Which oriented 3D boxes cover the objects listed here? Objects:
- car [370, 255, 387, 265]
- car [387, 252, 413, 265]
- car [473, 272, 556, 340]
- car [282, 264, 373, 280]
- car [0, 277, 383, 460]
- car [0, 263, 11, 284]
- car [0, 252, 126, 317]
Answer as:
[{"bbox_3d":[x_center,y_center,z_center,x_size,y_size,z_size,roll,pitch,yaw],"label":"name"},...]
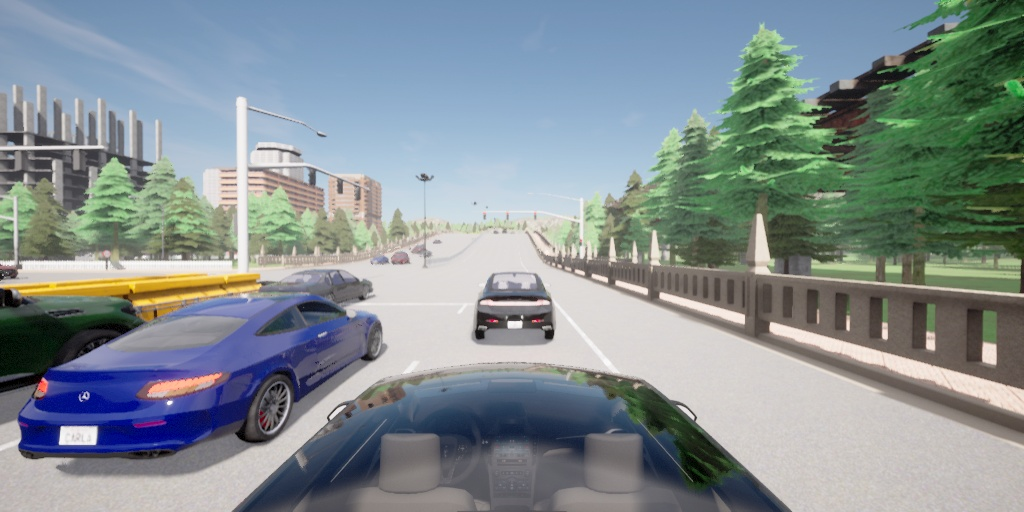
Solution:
[{"bbox_3d":[-21.156,0.639,57.618,1.812,1.442,4.674,0,2,0],"label":"car"},{"bbox_3d":[-17.662,0.614,56.985,1.882,1.535,5.008,0,2,0],"label":"car"},{"bbox_3d":[0.066,1.163,9.719,2.128,1.511,4.902,0,1,0],"label":"car"},{"bbox_3d":[-7.020,1.182,13.432,2.033,1.411,5.357,0,1,0],"label":"car"},{"bbox_3d":[-3.443,1.242,5.158,1.812,1.442,4.674,0,1,0],"label":"car"},{"bbox_3d":[-35.284,1.144,22.664,4.718,1.301,1.895,0,1,2],"label":"car"},{"bbox_3d":[-6.956,0.955,3.391,2.150,2.045,5.566,0,1,1],"label":"car"}]
